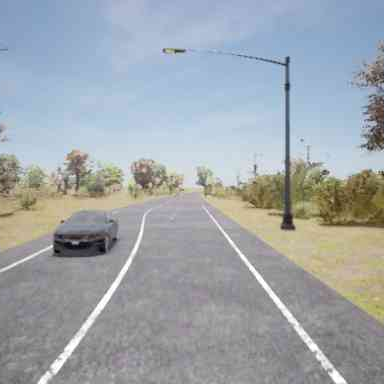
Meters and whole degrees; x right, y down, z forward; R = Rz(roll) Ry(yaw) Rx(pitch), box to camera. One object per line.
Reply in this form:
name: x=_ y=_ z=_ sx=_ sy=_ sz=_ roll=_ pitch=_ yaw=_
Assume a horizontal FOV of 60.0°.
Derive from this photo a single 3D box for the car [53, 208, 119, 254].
car: x=-4.207 y=1.475 z=13.816 sx=1.882 sy=1.535 sz=5.008 roll=0 pitch=0 yaw=-5
